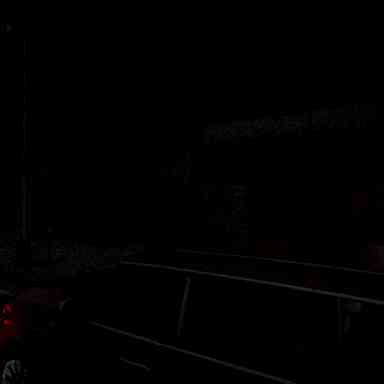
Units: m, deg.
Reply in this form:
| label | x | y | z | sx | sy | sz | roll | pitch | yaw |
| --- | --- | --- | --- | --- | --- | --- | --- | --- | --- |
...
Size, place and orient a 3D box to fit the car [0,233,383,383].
| label | x | y | z | sx | sy | sz | roll | pitch | yaw |
| --- | --- | --- | --- | --- | --- | --- | --- | --- | --- |
| car | 0.254 | 1.315 | 2.896 | 5.009 | 1.841 | 2.192 | 0 | 0 | 36 |
